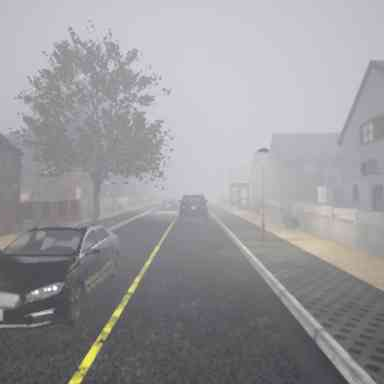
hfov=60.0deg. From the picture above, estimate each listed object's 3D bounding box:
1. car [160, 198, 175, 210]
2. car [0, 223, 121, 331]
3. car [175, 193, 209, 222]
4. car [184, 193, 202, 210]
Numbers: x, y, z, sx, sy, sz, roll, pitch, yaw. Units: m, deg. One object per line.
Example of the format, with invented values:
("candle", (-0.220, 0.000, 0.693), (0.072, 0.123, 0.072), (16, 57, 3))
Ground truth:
("car", (-2.827, 1.454, 41.278), (2.128, 1.511, 4.902), (0, 0, 0))
("car", (-2.837, 1.471, 7.149), (2.128, 1.511, 4.902), (0, 0, 0))
("car", (0.104, 1.173, 25.568), (2.150, 2.045, 5.566), (0, 0, 0))
("car", (0.107, 1.188, 42.997), (2.150, 2.045, 5.566), (0, 0, 0))
